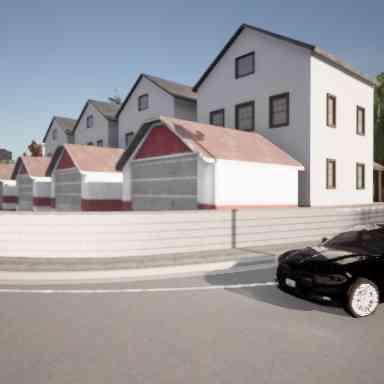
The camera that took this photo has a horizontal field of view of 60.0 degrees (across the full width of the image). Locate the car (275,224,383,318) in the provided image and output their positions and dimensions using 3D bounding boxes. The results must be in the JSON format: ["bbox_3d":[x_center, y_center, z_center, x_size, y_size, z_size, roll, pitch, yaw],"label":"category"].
[{"bbox_3d":[4.174,1.480,7.379,5.008,1.535,1.882,0,0,-24],"label":"car"}]
